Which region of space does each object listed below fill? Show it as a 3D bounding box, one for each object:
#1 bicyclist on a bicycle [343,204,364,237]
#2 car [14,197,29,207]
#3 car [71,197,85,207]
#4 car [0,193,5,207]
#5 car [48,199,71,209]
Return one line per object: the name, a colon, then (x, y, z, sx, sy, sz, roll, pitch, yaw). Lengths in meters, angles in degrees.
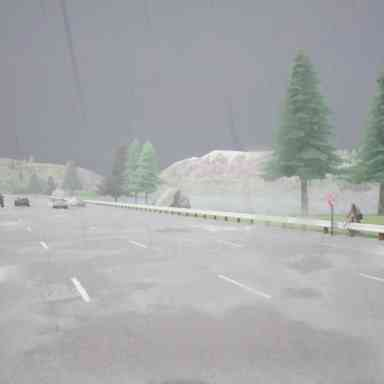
bicyclist on a bicycle: (8.111, 1.426, 16.596, 1.656, 1.620, 0.582, 6, -3, -30)
car: (-26.942, 1.486, 52.576, 2.128, 1.511, 4.902, 0, 0, -31)
car: (-17.650, 1.522, 50.618, 1.812, 1.442, 4.674, 0, 0, -31)
car: (-30.196, 1.215, 51.207, 2.150, 2.045, 5.566, 0, 0, -31)
car: (-17.795, 1.597, 43.996, 1.895, 1.301, 4.718, 0, 0, -31)
